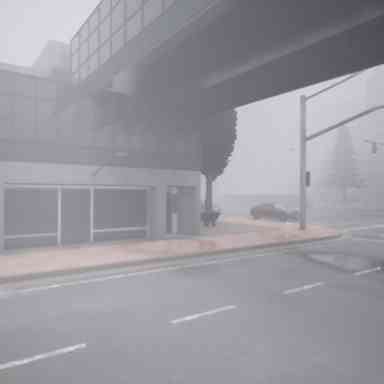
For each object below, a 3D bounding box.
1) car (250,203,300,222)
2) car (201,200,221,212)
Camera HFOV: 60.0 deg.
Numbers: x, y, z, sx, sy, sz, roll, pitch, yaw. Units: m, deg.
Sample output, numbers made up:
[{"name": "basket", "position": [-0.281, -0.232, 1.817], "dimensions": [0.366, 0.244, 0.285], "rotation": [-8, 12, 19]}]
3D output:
[{"name": "car", "position": [6.958, 1.648, 28.179], "dimensions": [1.812, 1.442, 4.674], "rotation": [0, 0, -36]}, {"name": "car", "position": [1.151, 1.613, 36.241], "dimensions": [2.128, 1.511, 4.902], "rotation": [0, 0, -36]}]
